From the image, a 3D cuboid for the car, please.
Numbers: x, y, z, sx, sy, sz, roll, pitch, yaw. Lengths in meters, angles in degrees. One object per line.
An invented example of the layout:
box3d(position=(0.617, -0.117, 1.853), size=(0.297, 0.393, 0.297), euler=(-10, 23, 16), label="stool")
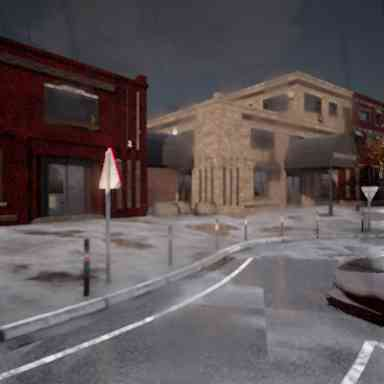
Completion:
box3d(position=(4.683, 1.564, 4.434), size=(5.357, 1.411, 2.033), euler=(0, 0, 44), label="car")
